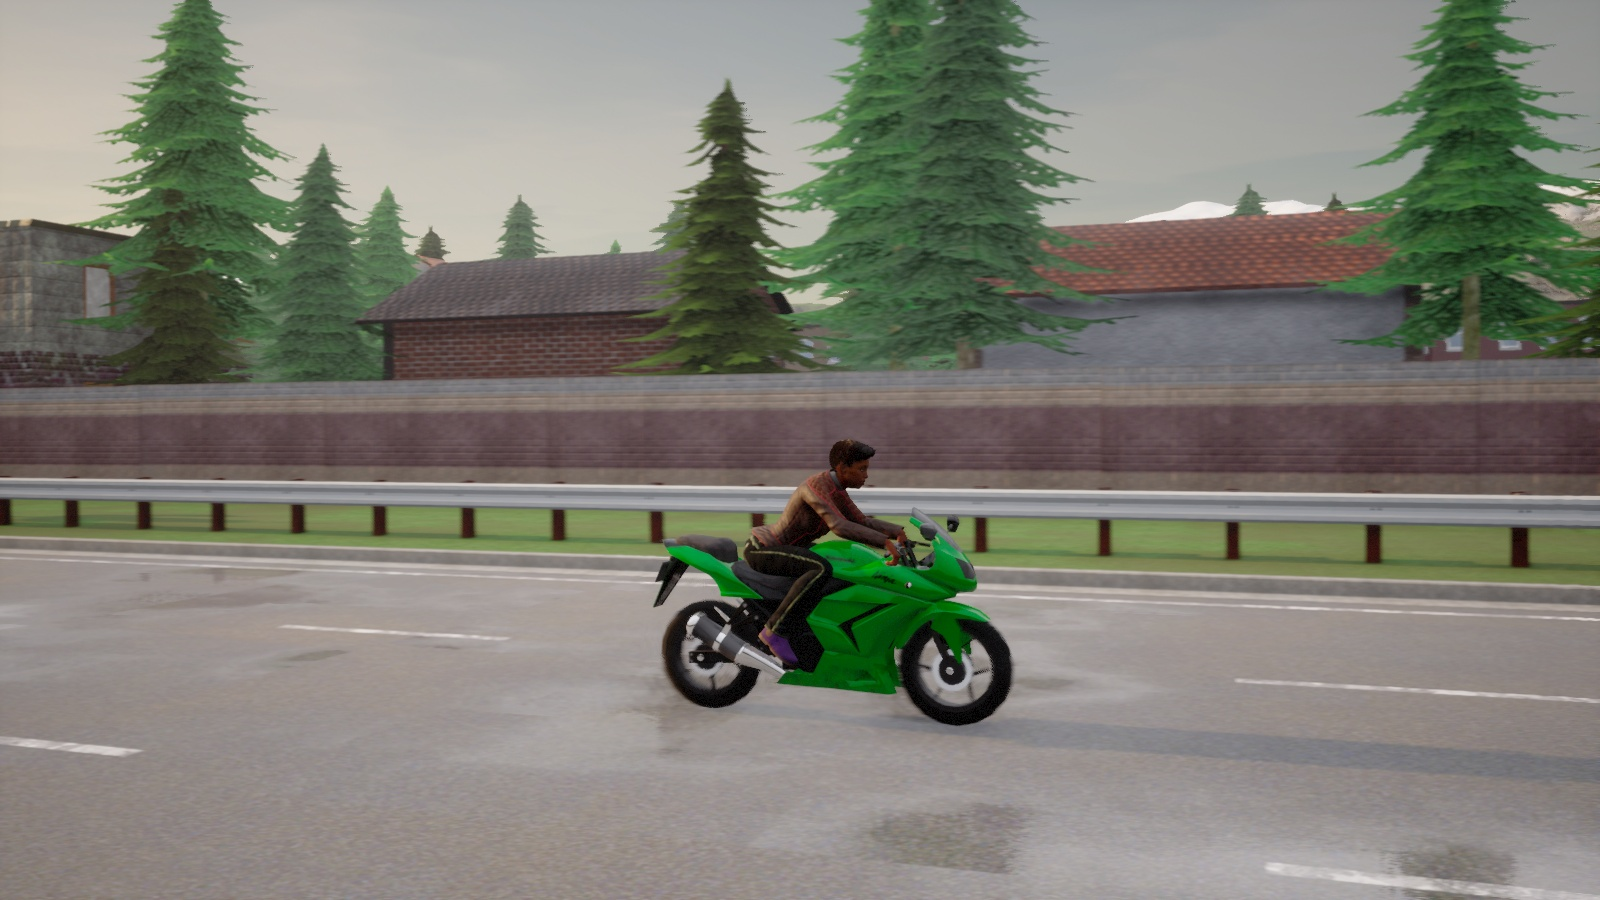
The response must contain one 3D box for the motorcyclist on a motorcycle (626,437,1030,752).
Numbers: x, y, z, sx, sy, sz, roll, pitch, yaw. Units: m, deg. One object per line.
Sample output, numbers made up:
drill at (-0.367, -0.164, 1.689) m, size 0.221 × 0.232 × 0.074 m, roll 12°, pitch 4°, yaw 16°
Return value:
motorcyclist on a motorcycle at (0.158, 0.700, 6.832) m, size 2.044 × 1.523 × 0.797 m, roll 1°, pitch 1°, yaw 19°
